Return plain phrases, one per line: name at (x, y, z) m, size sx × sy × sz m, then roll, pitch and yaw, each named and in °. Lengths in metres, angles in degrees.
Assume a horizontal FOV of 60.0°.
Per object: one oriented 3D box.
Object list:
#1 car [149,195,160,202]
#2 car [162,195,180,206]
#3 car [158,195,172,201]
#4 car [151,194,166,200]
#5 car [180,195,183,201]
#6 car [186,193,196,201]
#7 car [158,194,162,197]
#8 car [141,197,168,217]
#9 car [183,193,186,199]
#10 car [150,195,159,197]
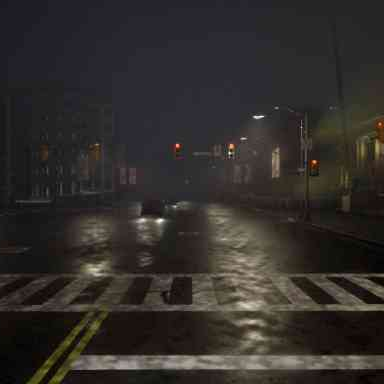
car at (-9.095, 1.500, 79.957) m, size 1.837 × 1.490 × 4.892 m, roll 0°, pitch 0°, yaw -18°
car at (-3.541, 1.502, 56.115) m, size 1.837 × 1.490 × 4.892 m, roll 0°, pitch 1°, yaw 0°
car at (-6.887, 1.477, 83.796) m, size 1.882 × 1.535 × 5.008 m, roll 0°, pitch 0°, yaw -25°
car at (-9.515, 1.449, 94.482) m, size 1.837 × 1.490 × 4.892 m, roll 0°, pitch 0°, yaw -43°
car at (-3.497, 1.502, 69.516) m, size 1.837 × 1.490 × 4.892 m, roll 0°, pitch 0°, yaw 1°
car at (-1.092, 1.224, 87.867) m, size 2.150 × 2.045 × 5.566 m, roll 0°, pitch 0°, yaw -29°
car at (-6.993, 1.547, 68.869) m, size 2.033 × 1.411 × 5.357 m, roll 0°, pitch 0°, yaw 1°
car at (-3.565, 1.477, 30.933) m, size 1.882 × 1.535 × 5.008 m, roll 0°, pitch 0°, yaw 0°
car at (-4.129, 1.552, 86.139) m, size 1.994 × 1.385 × 4.181 m, roll 0°, pitch 0°, yaw -29°
car at (-7.039, 1.526, 55.695) m, size 1.812 × 1.442 × 4.674 m, roll 0°, pitch 0°, yaw 0°
